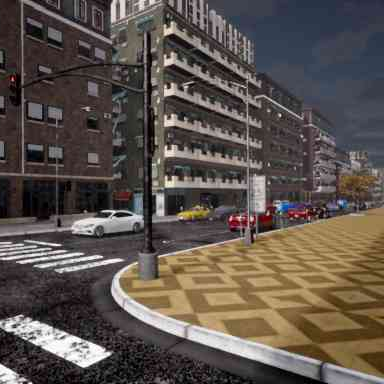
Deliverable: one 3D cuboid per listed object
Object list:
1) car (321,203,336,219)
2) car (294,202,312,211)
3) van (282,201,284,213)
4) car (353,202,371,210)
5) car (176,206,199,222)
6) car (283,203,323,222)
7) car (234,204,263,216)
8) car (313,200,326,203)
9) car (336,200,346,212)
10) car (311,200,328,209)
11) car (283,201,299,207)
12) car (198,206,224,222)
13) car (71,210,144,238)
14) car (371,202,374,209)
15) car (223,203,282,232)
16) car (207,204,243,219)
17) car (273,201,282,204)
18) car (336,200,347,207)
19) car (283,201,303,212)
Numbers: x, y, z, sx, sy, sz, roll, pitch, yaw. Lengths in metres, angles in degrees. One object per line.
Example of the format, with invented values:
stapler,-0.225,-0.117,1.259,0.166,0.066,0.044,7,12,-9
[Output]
car,13.814,2.141,36.101,1.947,1.339,4.313,-2,-2,35
car,19.913,2.554,59.390,1.887,1.381,4.507,-2,-2,35
van,13.450,2.174,50.126,1.690,1.788,3.998,-2,-2,35
car,29.967,2.583,59.273,1.947,1.339,4.313,-2,-2,35
car,0.432,2.002,31.444,1.752,1.417,4.829,-2,-2,35
car,10.583,2.032,31.467,1.887,1.381,4.507,-2,-2,35
car,6.991,2.222,40.851,1.947,1.339,4.313,-2,-2,35
car,17.650,2.267,46.058,1.837,1.490,4.892,-1,-1,35
car,23.454,2.468,54.398,2.033,1.411,5.357,-1,-1,36
car,26.372,2.501,68.665,2.192,1.841,5.009,-2,-2,35
car,15.424,2.279,48.297,1.882,1.535,5.008,-1,-2,35
car,3.126,2.015,30.815,2.033,1.411,5.357,-1,-1,35
car,-4.766,1.778,19.475,1.812,1.442,4.674,-1,-1,34
car,36.428,2.745,68.542,2.008,1.369,4.403,-2,-2,35
car,4.121,1.751,22.201,1.967,1.590,4.097,-2,-2,35
car,3.663,2.090,36.077,1.752,1.417,4.829,-2,-2,35
car,10.221,2.289,45.486,1.887,1.381,4.507,-2,-2,35
car,39.198,2.882,87.141,1.690,1.788,3.998,-2,-2,35
car,16.682,2.361,54.758,1.967,1.590,4.097,-2,-2,35
